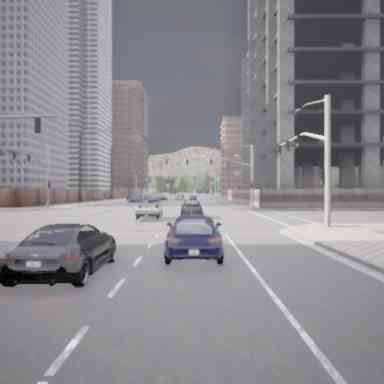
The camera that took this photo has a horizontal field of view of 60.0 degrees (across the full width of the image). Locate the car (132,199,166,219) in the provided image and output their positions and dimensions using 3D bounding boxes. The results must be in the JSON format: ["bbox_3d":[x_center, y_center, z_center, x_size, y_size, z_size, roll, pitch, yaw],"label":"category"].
[{"bbox_3d":[-3.527,1.545,28.020,1.895,1.301,4.718,0,0,0],"label":"car"}]

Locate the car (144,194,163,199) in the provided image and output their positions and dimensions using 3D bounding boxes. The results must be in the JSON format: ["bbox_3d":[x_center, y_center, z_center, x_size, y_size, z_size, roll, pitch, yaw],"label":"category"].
[{"bbox_3d":[-7.022,1.355,61.555,1.882,1.535,5.008,0,0,1],"label":"car"}]

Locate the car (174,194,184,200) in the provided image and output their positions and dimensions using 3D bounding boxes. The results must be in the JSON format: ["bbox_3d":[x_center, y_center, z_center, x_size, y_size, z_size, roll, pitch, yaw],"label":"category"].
[{"bbox_3d":[-3.203,1.431,79.866,1.895,1.301,4.718,0,0,1],"label":"car"}]

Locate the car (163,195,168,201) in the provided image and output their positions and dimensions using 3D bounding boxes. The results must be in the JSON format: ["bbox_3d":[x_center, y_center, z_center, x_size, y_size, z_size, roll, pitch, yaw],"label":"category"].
[{"bbox_3d":[-6.747,1.440,77.085,1.895,1.301,4.718,0,0,1],"label":"car"}]

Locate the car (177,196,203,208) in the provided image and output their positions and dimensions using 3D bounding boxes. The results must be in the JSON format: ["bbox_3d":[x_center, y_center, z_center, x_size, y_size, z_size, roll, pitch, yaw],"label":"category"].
[{"bbox_3d":[-0.040,1.433,29.685,2.128,1.511,4.902,0,0,0],"label":"car"}]

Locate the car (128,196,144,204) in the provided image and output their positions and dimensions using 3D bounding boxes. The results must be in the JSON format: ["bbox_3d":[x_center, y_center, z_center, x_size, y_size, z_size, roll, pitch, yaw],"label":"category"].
[{"bbox_3d":[-10.522,1.441,61.617,1.994,1.385,4.181,0,0,1],"label":"car"}]

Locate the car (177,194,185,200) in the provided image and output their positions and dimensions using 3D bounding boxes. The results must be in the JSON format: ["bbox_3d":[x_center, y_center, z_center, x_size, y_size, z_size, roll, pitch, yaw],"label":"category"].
[{"bbox_3d":[-3.041,1.215,90.162,1.882,1.535,5.008,0,0,1],"label":"car"}]

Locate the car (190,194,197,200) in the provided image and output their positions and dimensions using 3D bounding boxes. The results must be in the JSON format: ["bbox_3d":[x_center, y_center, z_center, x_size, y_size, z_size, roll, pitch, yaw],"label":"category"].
[{"bbox_3d":[0.459,1.261,90.107,1.812,1.442,4.674,0,0,1],"label":"car"}]

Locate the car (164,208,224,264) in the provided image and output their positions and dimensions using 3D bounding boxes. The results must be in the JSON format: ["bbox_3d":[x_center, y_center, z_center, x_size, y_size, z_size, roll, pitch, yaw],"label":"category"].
[{"bbox_3d":[0.069,1.502,11.540,1.812,1.442,4.674,0,0,0],"label":"car"}]

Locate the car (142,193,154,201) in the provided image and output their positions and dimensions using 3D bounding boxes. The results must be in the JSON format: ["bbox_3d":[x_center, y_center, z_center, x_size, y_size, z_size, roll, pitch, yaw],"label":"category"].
[{"bbox_3d":[-10.245,1.200,77.212,2.097,1.767,4.553,0,0,1],"label":"car"}]

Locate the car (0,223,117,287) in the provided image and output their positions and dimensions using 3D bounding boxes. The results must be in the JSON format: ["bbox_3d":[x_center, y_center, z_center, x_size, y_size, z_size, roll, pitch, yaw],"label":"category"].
[{"bbox_3d":[-3.442,1.545,9.283,1.994,1.385,4.181,0,0,1],"label":"car"}]

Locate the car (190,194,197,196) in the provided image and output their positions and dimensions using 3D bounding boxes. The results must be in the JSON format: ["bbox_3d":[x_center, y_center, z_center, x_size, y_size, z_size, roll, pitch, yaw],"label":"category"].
[{"bbox_3d":[0.300,1.364,80.002,1.812,1.442,4.674,0,0,1],"label":"car"}]
